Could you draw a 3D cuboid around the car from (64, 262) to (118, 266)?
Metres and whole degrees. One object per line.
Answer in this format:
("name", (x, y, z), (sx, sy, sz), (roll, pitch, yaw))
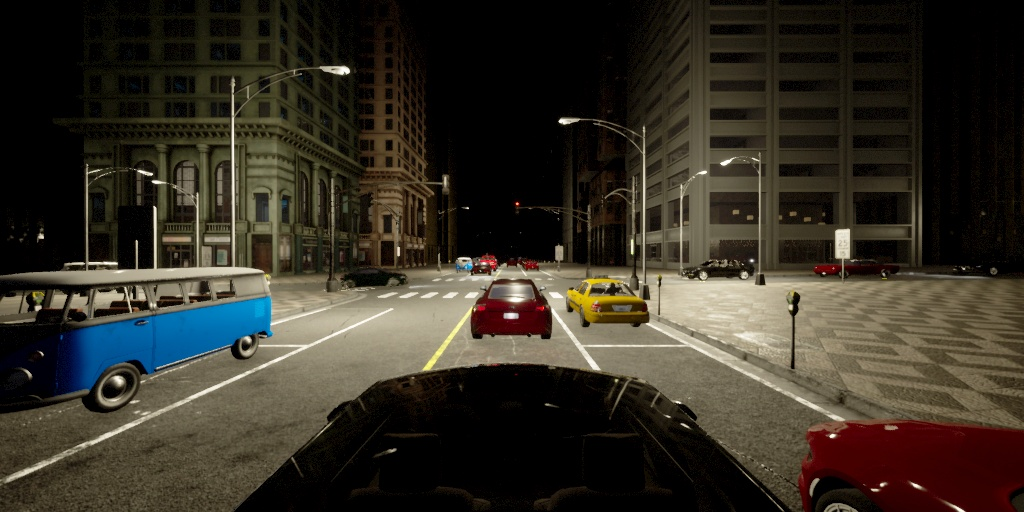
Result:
("car", (-25.438, 1.395, 22.895), (5.566, 2.045, 2.150), (-1, 0, 0))

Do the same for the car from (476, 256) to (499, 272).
("car", (-3.161, 0.990, 47.433), (2.150, 2.045, 5.566), (0, 0, -1))

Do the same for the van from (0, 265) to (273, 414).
("van", (-5.767, 1.091, 5.716), (1.690, 1.789, 3.998), (0, 0, 0))

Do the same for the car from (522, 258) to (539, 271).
("car", (2.717, 1.315, 49.218), (1.888, 1.381, 4.507), (0, 0, 0))

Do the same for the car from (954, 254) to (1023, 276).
("car", (35.131, 0.642, 25.937), (4.892, 1.490, 1.837), (-1, 0, 0))

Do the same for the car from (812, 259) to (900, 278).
("car", (24.799, 0.905, 25.970), (4.718, 1.301, 1.895), (-1, 0, 0))

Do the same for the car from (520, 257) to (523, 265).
("car", (2.699, 1.325, 60.269), (1.888, 1.381, 4.507), (0, 0, 0))

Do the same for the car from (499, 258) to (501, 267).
("car", (-3.158, 1.378, 57.240), (1.895, 1.301, 4.718), (0, 0, 0))

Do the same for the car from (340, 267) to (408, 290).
("car", (-9.111, 1.451, 23.866), (4.181, 1.385, 1.994), (-1, 0, -12))

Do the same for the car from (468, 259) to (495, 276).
("car", (-3.138, 1.325, 37.807), (1.994, 1.385, 4.181), (0, 0, 1))

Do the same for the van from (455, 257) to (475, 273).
("van", (-5.832, 1.106, 43.700), (1.690, 1.789, 3.998), (0, 0, 0))

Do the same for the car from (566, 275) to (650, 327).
("car", (2.757, 1.276, 11.296), (1.751, 1.417, 4.829), (0, 0, 0))

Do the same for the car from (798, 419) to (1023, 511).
("car", (2.765, 1.295, 0.546), (1.888, 1.381, 4.507), (0, 0, 0))

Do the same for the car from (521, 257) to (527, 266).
("car", (2.708, 1.320, 54.744), (1.888, 1.381, 4.507), (0, 0, 0))

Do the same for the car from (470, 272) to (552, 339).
("car", (0.023, 1.315, 10.062), (1.994, 1.385, 4.181), (0, 0, 1))

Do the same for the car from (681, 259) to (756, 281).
("car", (14.880, 0.975, 25.996), (4.892, 1.490, 1.837), (-1, 0, 0))
